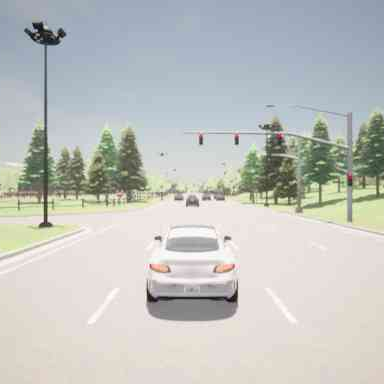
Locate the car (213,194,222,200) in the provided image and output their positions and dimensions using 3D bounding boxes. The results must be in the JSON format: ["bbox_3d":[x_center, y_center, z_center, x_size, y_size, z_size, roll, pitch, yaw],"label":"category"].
[{"bbox_3d":[7.134,1.373,93.032,1.994,1.385,4.181,0,0,0],"label":"car"}]

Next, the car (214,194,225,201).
[{"bbox_3d":[7.119,1.506,82.612,2.128,1.511,4.902,0,0,0],"label":"car"}]

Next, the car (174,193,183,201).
[{"bbox_3d":[-3.380,1.533,83.010,1.994,1.385,4.181,0,0,0],"label":"car"}]

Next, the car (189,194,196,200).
[{"bbox_3d":[0.134,1.320,93.042,1.837,1.490,4.892,0,0,0],"label":"car"}]

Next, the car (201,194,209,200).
[{"bbox_3d":[3.634,1.360,93.037,2.033,1.411,5.357,0,0,0],"label":"car"}]

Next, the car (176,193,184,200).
[{"bbox_3d":[-3.366,1.175,93.017,2.097,1.767,4.553,0,0,0],"label":"car"}]

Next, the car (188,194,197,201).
[{"bbox_3d":[0.120,1.337,83.009,2.097,1.767,4.553,0,0,0],"label":"car"}]

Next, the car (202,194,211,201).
[{"bbox_3d":[3.620,1.337,83.004,2.097,1.767,4.553,0,0,0],"label":"car"}]

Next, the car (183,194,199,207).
[{"bbox_3d":[0.075,1.345,51.979,2.097,1.767,4.553,0,0,0],"label":"car"}]

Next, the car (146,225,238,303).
[{"bbox_3d":[0.018,1.525,8.106,1.812,1.442,4.674,0,0,0],"label":"car"}]
